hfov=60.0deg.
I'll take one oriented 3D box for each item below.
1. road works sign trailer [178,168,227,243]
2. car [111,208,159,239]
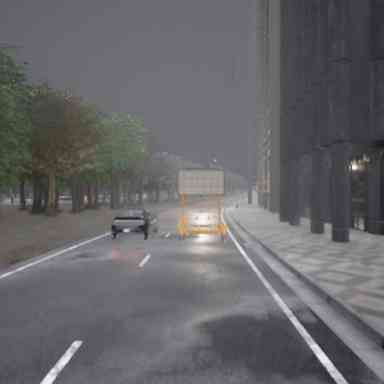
[{"bbox_3d":[0.453,0.587,16.760,2.380,3.560,2.880,0,-1,-3],"label":"road works sign trailer"},{"bbox_3d":[-2.969,1.627,18.058,2.128,1.511,4.902,0,-1,2],"label":"car"}]
